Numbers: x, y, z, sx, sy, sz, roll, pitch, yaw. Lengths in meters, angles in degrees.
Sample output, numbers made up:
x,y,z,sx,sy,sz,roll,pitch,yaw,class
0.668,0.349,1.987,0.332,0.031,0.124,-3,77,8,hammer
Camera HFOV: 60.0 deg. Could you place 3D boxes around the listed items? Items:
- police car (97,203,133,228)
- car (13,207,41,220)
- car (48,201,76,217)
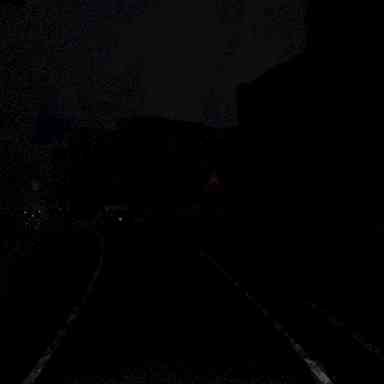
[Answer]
x,y,z,sx,sy,sz,roll,pitch,yaw,class
-5.698,1.601,24.024,1.930,1.638,5.238,-2,0,-24,police car
-18.634,2.347,37.614,1.895,1.301,4.718,-4,1,-41,car
-15.335,1.905,39.010,2.097,1.767,4.553,-4,1,-40,car
